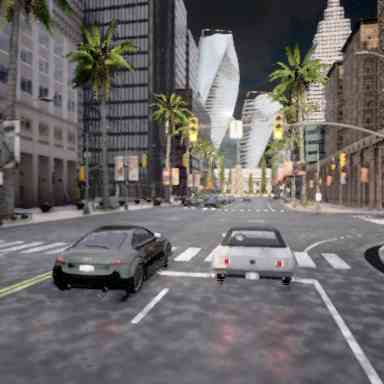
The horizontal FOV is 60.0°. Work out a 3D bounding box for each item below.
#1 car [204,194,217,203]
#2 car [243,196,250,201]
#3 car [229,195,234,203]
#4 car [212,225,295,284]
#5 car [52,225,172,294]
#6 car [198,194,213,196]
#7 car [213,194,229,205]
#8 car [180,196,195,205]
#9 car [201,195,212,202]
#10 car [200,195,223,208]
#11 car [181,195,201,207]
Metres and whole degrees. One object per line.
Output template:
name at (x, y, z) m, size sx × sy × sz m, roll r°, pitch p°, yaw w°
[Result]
car at (4.195, 1.402, 73.561) m, size 2.150 × 2.045 × 5.566 m, roll 0°, pitch 0°, yaw 12°
car at (15.016, 1.795, 91.692) m, size 2.033 × 1.411 × 5.357 m, roll 0°, pitch 0°, yaw 11°
car at (7.261, 1.706, 71.140) m, size 1.812 × 1.442 × 4.674 m, roll 0°, pitch 0°, yaw 12°
car at (1.799, 1.629, 9.751) m, size 1.895 × 1.301 × 4.718 m, roll 0°, pitch 0°, yaw 11°
car at (-1.875, 1.577, 8.972) m, size 1.994 × 1.385 × 4.181 m, roll 0°, pitch 0°, yaw 10°
car at (1.975, 1.367, 63.047) m, size 2.150 × 2.045 × 5.566 m, roll 0°, pitch 0°, yaw 12°
car at (5.170, 1.631, 61.300) m, size 1.882 × 1.535 × 5.008 m, roll 0°, pitch 0°, yaw 12°
car at (-0.819, 1.653, 65.170) m, size 2.161 × 1.482 × 4.786 m, roll 0°, pitch 0°, yaw 11°
car at (3.725, 1.557, 86.626) m, size 2.185 × 1.767 × 4.553 m, roll 0°, pitch 0°, yaw 11°
car at (3.145, 1.672, 51.818) m, size 2.033 × 1.411 × 5.357 m, roll 0°, pitch 0°, yaw 12°
car at (0.016, 1.682, 53.962) m, size 1.994 × 1.385 × 4.181 m, roll 0°, pitch 0°, yaw 11°
